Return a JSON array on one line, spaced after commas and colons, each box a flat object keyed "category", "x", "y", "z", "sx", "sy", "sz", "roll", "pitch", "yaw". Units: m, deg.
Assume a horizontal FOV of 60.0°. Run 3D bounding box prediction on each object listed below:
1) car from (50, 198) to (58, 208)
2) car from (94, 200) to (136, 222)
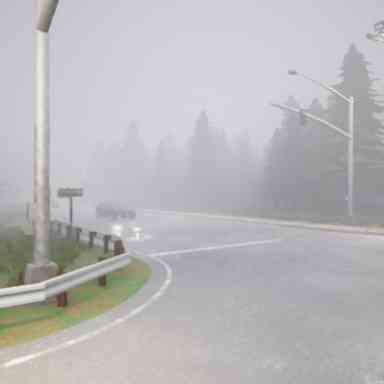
[{"category": "car", "x": -20.053, "y": 1.531, "z": 46.085, "sx": 1.994, "sy": 1.385, "sz": 4.181, "roll": 0, "pitch": 0, "yaw": -34}, {"category": "car", "x": -6.204, "y": 1.444, "z": 26.634, "sx": 1.882, "sy": 1.535, "sz": 5.008, "roll": 0, "pitch": 0, "yaw": -36}]
